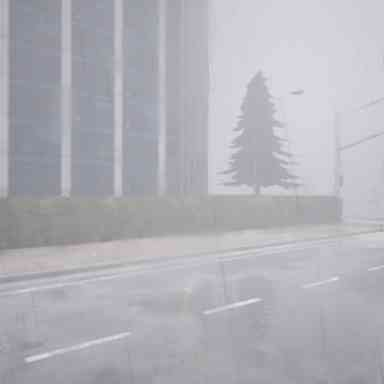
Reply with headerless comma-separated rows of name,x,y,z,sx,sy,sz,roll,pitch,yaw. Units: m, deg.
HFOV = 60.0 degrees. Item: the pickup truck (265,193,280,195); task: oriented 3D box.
pickup truck,17.003,1.222,69.431,2.390,2.098,6.274,0,0,-6
